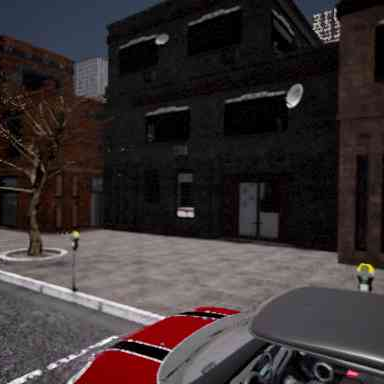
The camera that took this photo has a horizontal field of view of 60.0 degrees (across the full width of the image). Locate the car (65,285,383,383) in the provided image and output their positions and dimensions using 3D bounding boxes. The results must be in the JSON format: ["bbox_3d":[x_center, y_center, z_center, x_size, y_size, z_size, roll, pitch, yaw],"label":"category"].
[{"bbox_3d":[0.861,1.440,2.240,4.097,1.590,1.967,0,1,36],"label":"car"}]
